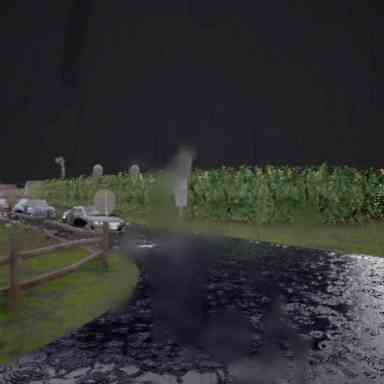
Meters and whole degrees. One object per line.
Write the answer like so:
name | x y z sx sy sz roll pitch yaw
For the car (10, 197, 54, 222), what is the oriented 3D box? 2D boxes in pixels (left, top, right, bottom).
car | -12.281 1.302 25.969 2.097 1.767 4.553 0 0 -41

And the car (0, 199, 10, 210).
car | -21.033 1.444 36.152 1.812 1.442 4.674 0 0 -41

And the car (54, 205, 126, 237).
car | -5.373 1.471 17.953 2.128 1.511 4.902 0 0 -41
